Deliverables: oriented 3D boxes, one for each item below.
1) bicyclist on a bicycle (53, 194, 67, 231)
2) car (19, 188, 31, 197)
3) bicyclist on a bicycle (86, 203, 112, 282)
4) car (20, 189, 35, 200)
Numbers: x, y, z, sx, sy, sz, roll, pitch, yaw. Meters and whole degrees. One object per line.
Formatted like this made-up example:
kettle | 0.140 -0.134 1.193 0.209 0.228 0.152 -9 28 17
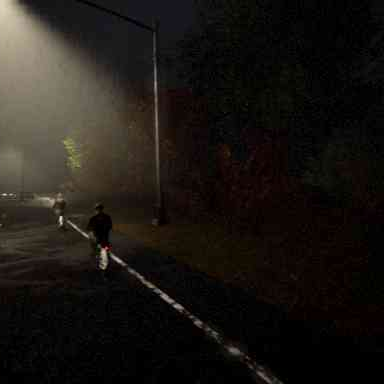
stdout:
bicyclist on a bicycle | -6.368 0.970 16.020 0.659 1.776 1.843 -2 2 -27
car | -33.179 0.072 66.090 2.128 1.511 4.902 -2 2 -27
bicyclist on a bicycle | -2.254 1.143 8.017 0.659 1.776 1.843 -2 2 -27
car | -24.551 0.501 49.526 1.895 1.301 4.718 -2 2 -27
